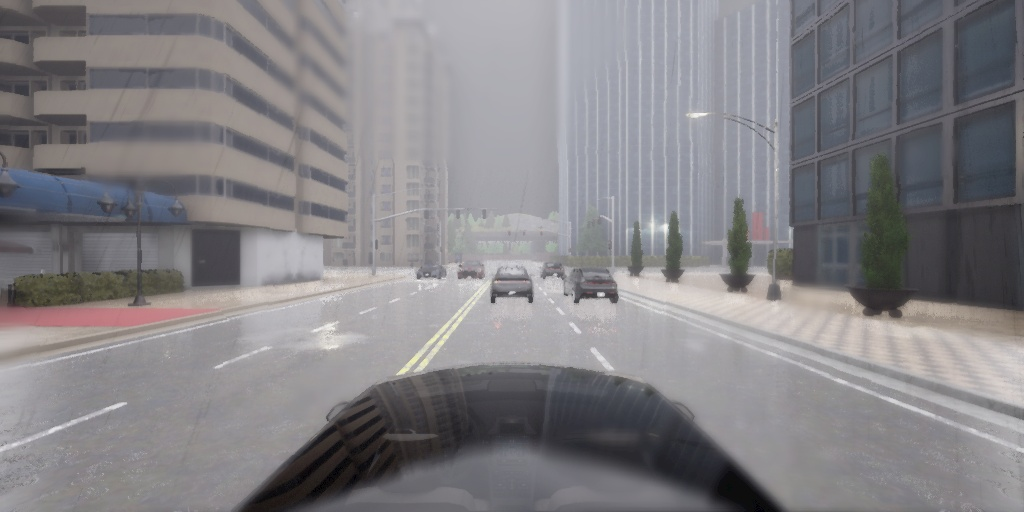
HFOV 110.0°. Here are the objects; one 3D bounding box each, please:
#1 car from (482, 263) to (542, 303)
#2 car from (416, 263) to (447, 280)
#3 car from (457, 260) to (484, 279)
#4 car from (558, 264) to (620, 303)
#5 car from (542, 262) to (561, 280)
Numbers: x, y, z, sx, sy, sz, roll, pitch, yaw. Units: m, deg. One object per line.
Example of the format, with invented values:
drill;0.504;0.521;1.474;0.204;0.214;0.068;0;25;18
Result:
car;0.000;1.243;16.500;2.128;1.511;4.902;0;0;0
car;-7.000;1.348;31.547;1.994;1.385;4.181;0;0;0
car;-3.500;1.152;31.577;2.097;1.767;4.553;0;0;0
car;3.500;1.265;16.500;1.837;1.490;4.892;0;0;0
car;3.500;1.265;31.500;1.837;1.490;4.892;0;0;0
